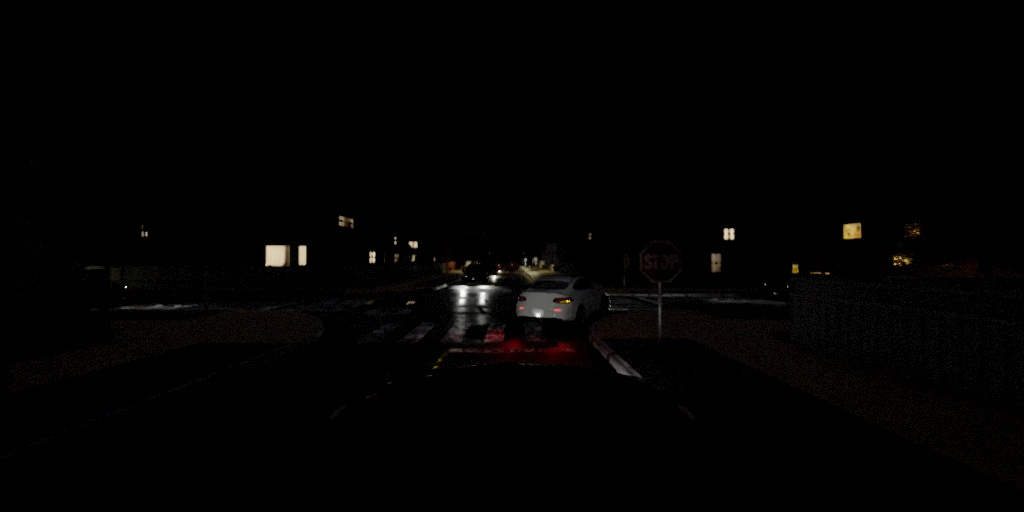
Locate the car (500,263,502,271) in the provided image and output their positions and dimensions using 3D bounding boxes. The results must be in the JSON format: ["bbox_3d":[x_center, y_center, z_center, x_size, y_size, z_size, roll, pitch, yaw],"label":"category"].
[{"bbox_3d":[-2.805,1.535,59.669,2.097,1.767,4.553,0,-1,1],"label":"car"}]

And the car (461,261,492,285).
[{"bbox_3d":[-2.842,1.411,28.311,1.837,1.490,4.892,0,0,-1],"label":"car"}]

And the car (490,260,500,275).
[{"bbox_3d":[-2.856,1.370,42.696,2.097,1.767,4.553,0,0,0],"label":"car"}]

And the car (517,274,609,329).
[{"bbox_3d":[1.722,1.318,11.583,1.812,1.442,4.674,-1,0,26],"label":"car"}]

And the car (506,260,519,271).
[{"bbox_3d":[0.033,1.531,59.234,2.097,1.767,4.553,0,-1,0],"label":"car"}]

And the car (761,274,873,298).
[{"bbox_3d":[15.135,1.535,17.712,4.718,1.301,1.895,0,-1,-2],"label":"car"}]

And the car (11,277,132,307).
[{"bbox_3d":[-17.775,1.316,13.750,4.718,1.301,1.895,0,-1,-2],"label":"car"}]
